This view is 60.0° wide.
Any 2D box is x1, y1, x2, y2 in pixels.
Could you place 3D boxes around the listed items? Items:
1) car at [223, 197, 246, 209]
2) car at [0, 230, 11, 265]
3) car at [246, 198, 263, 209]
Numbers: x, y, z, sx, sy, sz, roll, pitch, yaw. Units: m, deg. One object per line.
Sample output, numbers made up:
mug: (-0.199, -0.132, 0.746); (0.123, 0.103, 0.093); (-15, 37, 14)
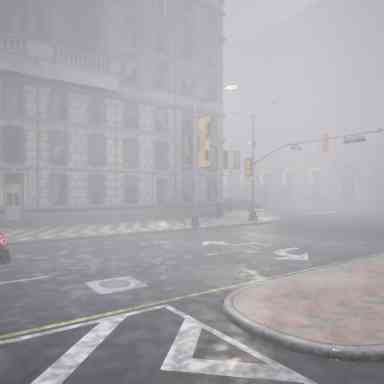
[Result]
car: (4.497, 1.505, 44.358); (1.837, 1.490, 4.892); (0, 0, -36)
car: (-7.329, 1.352, 8.599); (4.553, 1.767, 2.097); (0, 0, -35)
car: (7.371, 1.547, 46.347); (2.033, 1.411, 5.357); (0, 0, -36)
